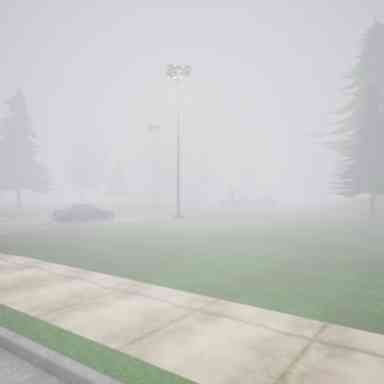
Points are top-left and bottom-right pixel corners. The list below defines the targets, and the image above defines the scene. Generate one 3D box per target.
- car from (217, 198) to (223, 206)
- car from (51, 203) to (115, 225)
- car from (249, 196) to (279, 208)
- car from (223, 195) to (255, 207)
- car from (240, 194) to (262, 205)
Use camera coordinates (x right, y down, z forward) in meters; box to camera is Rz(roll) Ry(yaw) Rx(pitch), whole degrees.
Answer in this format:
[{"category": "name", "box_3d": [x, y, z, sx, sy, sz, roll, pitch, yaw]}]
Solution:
[{"category": "car", "box_3d": [6.154, 1.542, 54.338, 2.033, 1.411, 5.357, 0, 0, 37]}, {"category": "car", "box_3d": [-7.735, 1.526, 23.892, 1.812, 1.442, 4.674, 0, 0, 38]}, {"category": "car", "box_3d": [10.668, 1.595, 48.634, 1.895, 1.301, 4.718, 0, 0, 37]}, {"category": "car", "box_3d": [7.386, 1.542, 50.111, 2.033, 1.411, 5.357, 0, 0, 37]}, {"category": "car", "box_3d": [10.847, 1.345, 60.732, 2.097, 1.767, 4.553, 0, 0, 37]}]
